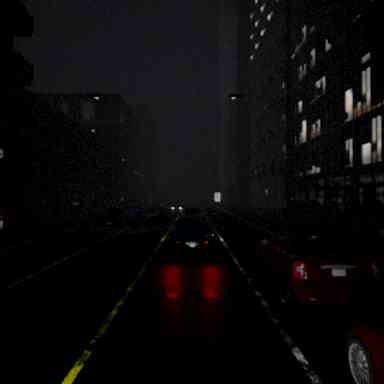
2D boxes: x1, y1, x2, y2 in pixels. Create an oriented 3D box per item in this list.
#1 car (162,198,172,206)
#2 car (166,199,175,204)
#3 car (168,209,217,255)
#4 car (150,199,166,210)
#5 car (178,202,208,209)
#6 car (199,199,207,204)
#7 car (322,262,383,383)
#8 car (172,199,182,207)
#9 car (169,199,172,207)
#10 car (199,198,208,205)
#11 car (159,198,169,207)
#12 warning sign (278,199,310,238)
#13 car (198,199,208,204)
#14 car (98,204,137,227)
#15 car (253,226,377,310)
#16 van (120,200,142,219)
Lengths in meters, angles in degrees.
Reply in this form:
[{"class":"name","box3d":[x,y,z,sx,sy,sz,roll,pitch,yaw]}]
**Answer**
[{"class":"car","box3d":[-5.633,2.242,75.819,1.967,1.590,4.097,0,-1,0]},{"class":"car","box3d":[-5.625,2.477,87.113,2.008,1.369,4.403,0,-1,0]},{"class":"car","box3d":[0.036,1.670,13.895,1.812,1.442,4.674,0,0,1]},{"class":"car","box3d":[-5.650,2.136,53.224,1.802,1.307,4.206,0,-1,0]},{"class":"car","box3d":[0.046,1.859,28.347,1.994,1.385,4.181,0,0,0]},{"class":"car","box3d":[2.755,2.477,87.108,2.008,1.369,4.403,0,-1,0]},{"class":"car","box3d":[2.692,1.608,2.384,1.802,1.307,4.206,0,-1,0]},{"class":"car","box3d":[-2.966,2.213,65.333,1.812,1.442,4.674,0,-1,0]},{"class":"car","box3d":[-5.642,1.993,64.523,2.192,1.841,5.009,0,-1,0]},{"class":"car","box3d":[2.752,2.304,81.460,1.967,1.590,4.097,0,-1,0]},{"class":"car","box3d":[-5.646,2.198,58.872,1.802,1.307,4.206,0,-1,0]},{"class":"warning sign","box3d":[5.080,1.288,16.624,1.300,1.860,1.060,0,-1,0]},{"class":"car","box3d":[2.747,2.329,75.982,1.752,1.417,4.829,0,-1,0]},{"class":"car","box3d":[-5.672,1.825,24.983,1.947,1.339,4.313,0,-1,0]},{"class":"car","box3d":[2.696,1.524,8.032,1.967,1.590,4.097,0,-1,0]},{"class":"van","box3d":[-5.667,1.659,30.634,1.690,1.788,3.998,0,-1,0]}]
